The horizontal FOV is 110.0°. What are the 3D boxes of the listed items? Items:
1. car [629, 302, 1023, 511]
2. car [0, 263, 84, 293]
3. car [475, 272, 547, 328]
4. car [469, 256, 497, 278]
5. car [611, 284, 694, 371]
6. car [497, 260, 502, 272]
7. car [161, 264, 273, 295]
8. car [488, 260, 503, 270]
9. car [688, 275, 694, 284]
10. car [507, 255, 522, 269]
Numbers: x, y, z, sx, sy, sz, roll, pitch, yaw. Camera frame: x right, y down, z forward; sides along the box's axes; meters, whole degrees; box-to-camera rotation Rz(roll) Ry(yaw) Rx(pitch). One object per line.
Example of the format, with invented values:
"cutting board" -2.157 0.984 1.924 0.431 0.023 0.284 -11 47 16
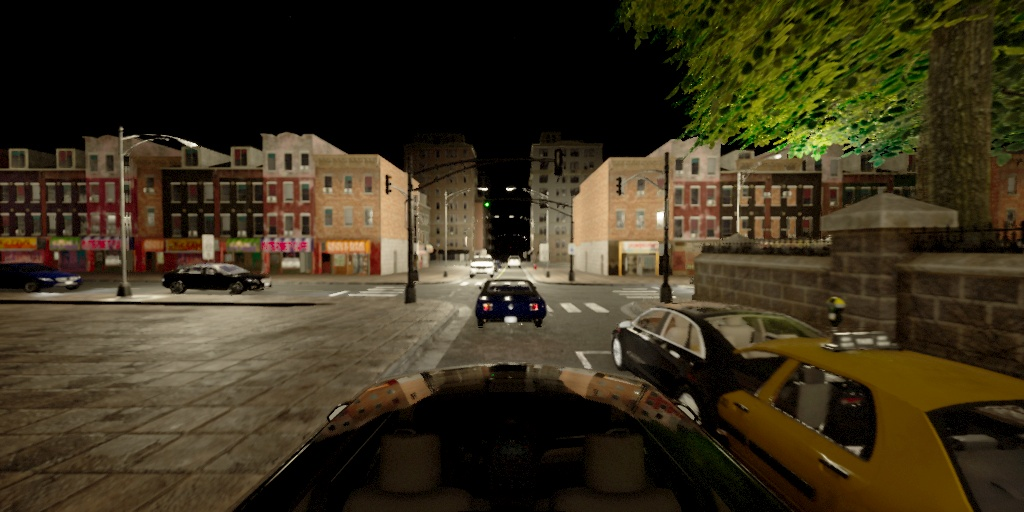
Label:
"car" 2.688 1.275 2.999 1.751 1.417 4.829 0 0 0
"car" -25.132 1.083 18.458 4.674 1.442 1.812 1 1 0
"car" -0.137 1.349 11.451 1.895 1.301 4.718 0 0 -3
"car" -2.783 0.978 34.017 2.150 2.045 5.566 0 0 -2
"car" 2.662 1.299 4.973 2.007 1.370 4.403 0 0 0
"car" -2.665 1.313 44.449 2.033 1.411 5.357 0 0 1
"car" -15.027 1.159 18.436 4.902 1.511 2.128 1 1 0
"car" -2.546 1.339 55.821 1.994 1.385 4.181 0 0 1
"car" 13.528 1.277 21.319 5.357 1.411 2.033 0 1 0
"car" 0.398 1.002 59.446 2.150 2.045 5.566 0 0 0
